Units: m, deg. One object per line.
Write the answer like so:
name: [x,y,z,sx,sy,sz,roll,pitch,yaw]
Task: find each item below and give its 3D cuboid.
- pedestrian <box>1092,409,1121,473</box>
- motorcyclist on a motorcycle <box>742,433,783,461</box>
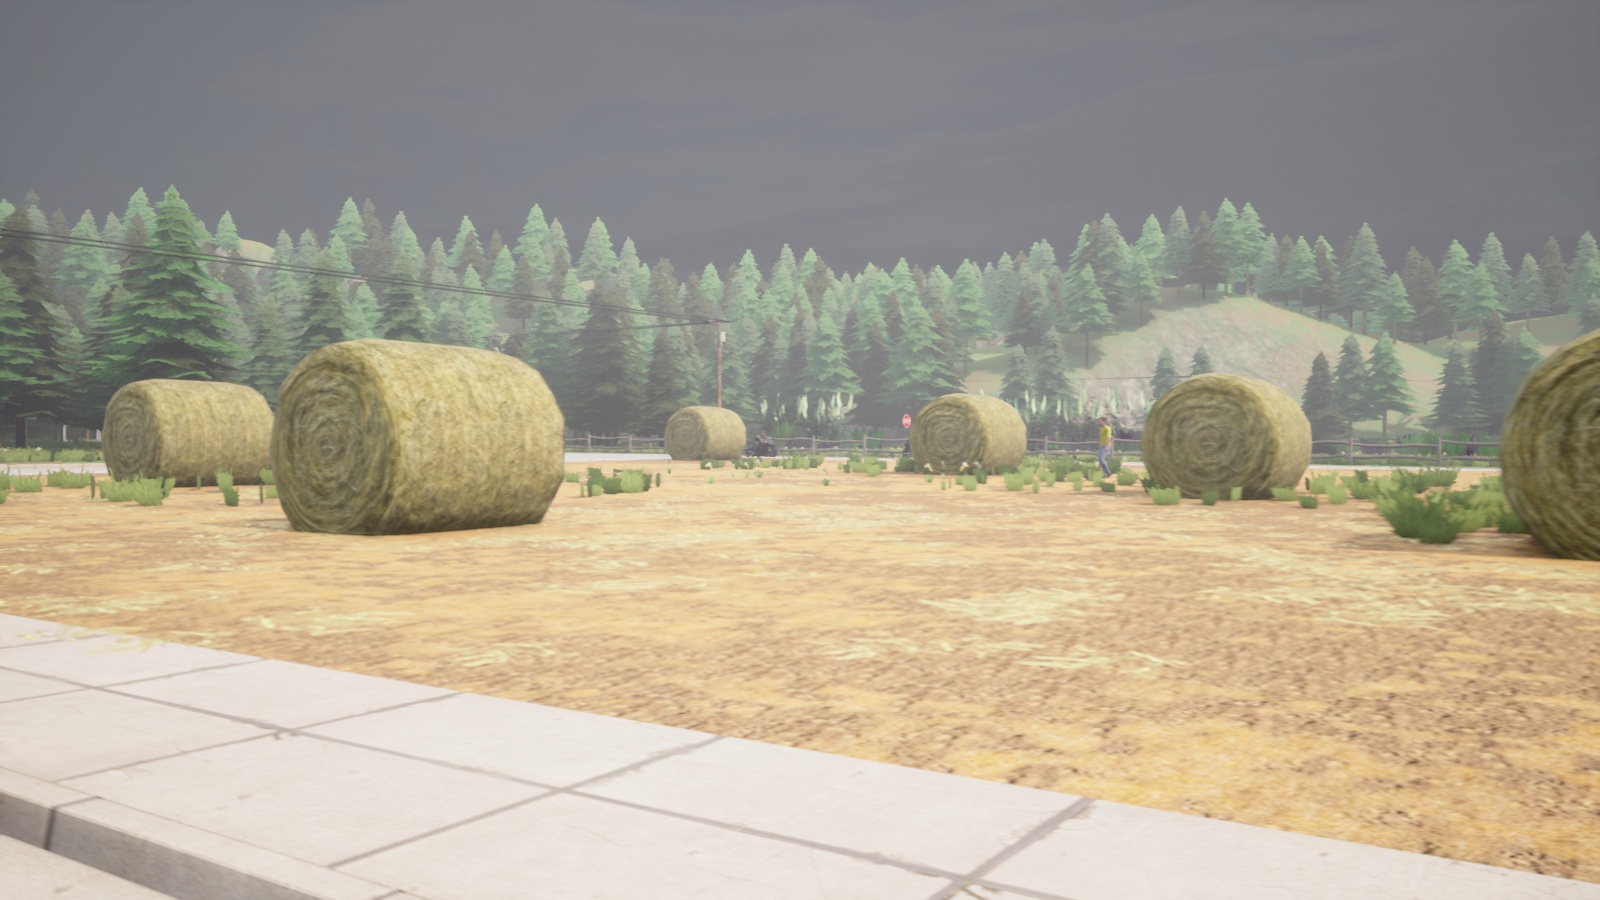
pedestrian: [8.904,-0.265,36.506,0.706,1.836,0.354,-1,1,-12]
motorcyclist on a motorcycle: [-2.100,-0.180,70.255,2.191,1.530,0.866,0,1,37]
